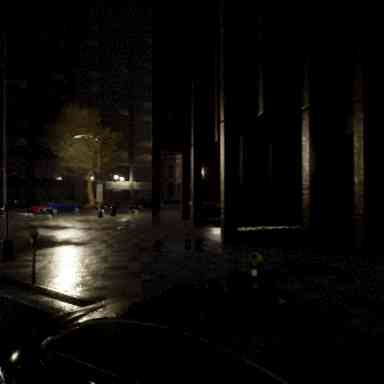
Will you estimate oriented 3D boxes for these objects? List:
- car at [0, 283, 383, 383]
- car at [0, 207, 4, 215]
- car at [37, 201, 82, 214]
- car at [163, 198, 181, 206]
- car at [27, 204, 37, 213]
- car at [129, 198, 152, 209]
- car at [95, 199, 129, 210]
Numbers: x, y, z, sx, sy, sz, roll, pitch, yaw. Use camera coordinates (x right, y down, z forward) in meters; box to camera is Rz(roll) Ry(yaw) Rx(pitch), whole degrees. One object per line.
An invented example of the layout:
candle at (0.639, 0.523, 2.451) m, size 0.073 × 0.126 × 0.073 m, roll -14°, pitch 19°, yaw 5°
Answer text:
car at (-0.180, 1.582, 3.086) m, size 4.313 × 1.339 × 1.947 m, roll -1°, pitch 0°, yaw 35°
car at (-20.365, 1.788, 31.436) m, size 1.812 × 1.442 × 4.674 m, roll 0°, pitch 0°, yaw 37°
car at (-15.110, 1.768, 38.870) m, size 1.812 × 1.442 × 4.674 m, roll 0°, pitch 0°, yaw 35°
car at (-3.158, 1.807, 61.234) m, size 1.895 × 1.301 × 4.718 m, roll 0°, pitch 0°, yaw 36°
car at (-17.862, 1.819, 40.621) m, size 1.994 × 1.385 × 4.181 m, roll 0°, pitch 0°, yaw 34°
car at (-7.357, 1.716, 49.800) m, size 1.837 × 1.490 × 4.892 m, roll 0°, pitch 1°, yaw 36°
car at (-12.039, 1.760, 48.822) m, size 1.812 × 1.442 × 4.674 m, roll 0°, pitch 0°, yaw 35°
